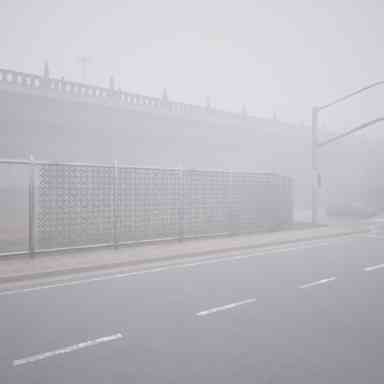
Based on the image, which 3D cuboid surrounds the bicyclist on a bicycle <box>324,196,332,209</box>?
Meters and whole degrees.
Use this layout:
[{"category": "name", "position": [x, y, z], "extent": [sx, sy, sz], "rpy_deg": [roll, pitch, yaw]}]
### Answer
[{"category": "bicyclist on a bicycle", "position": [17.728, 1.356, 43.298], "extent": [1.656, 1.620, 0.582], "rpy_deg": [0, 0, -36]}]

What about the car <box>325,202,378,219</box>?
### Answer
[{"category": "car", "position": [14.125, 1.619, 29.619], "extent": [1.994, 1.385, 4.181], "rpy_deg": [0, 0, -37]}]
